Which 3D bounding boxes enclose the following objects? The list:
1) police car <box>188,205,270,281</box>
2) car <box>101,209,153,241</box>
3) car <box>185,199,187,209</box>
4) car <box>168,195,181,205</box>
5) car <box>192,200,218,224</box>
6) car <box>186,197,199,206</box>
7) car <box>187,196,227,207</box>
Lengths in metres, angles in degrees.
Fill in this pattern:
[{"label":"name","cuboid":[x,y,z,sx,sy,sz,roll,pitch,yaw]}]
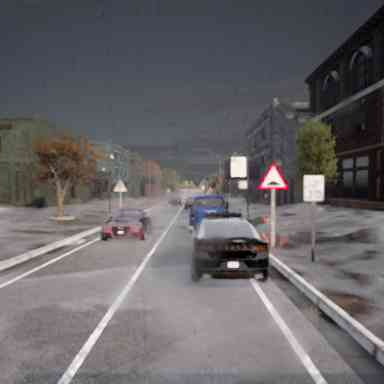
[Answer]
[{"label":"police car","cuboid":[0.912,1.402,9.891,1.930,1.638,5.238,0,0,0]},{"label":"car","cuboid":[-3.078,1.555,16.370,1.994,1.385,4.181,0,0,0]},{"label":"car","cuboid":[0.091,1.413,45.916,2.097,1.767,4.553,0,0,1]},{"label":"car","cuboid":[-2.980,1.413,58.295,2.097,1.767,4.553,0,0,1]},{"label":"car","cuboid":[0.934,1.478,25.973,1.801,1.575,5.366,0,0,0]},{"label":"car","cuboid":[0.080,1.608,58.377,2.033,1.411,5.357,0,0,0]},{"label":"car","cuboid":[0.926,1.229,19.812,2.150,2.045,5.566,0,0,0]}]
